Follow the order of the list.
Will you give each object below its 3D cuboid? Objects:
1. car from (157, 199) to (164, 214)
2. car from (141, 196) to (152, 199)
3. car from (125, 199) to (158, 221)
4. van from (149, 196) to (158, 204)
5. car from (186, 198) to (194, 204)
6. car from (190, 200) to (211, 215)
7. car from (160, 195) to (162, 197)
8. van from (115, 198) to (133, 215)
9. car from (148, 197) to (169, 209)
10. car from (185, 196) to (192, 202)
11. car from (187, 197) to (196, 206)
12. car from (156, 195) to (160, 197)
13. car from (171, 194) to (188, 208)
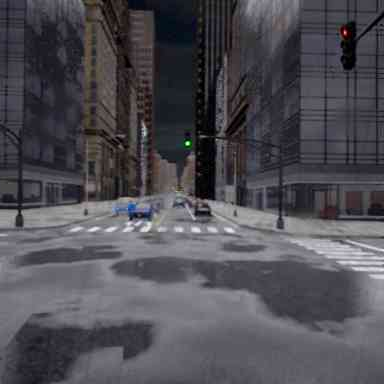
[{"bbox_3d":[-4.697,1.811,39.298,1.994,1.385,4.181,1,0,-2],"label":"car"},{"bbox_3d":[-8.025,1.752,53.651,1.967,1.590,4.097,1,0,-2],"label":"car"},{"bbox_3d":[-4.329,1.659,29.346,1.882,1.535,5.008,1,0,-2],"label":"car"},{"bbox_3d":[-8.887,1.774,76.230,1.690,1.788,3.998,1,0,-2],"label":"van"},{"bbox_3d":[-0.589,2.118,82.202,1.802,1.307,4.206,1,0,-2],"label":"car"},{"bbox_3d":[1.140,1.848,37.043,1.947,1.339,4.313,1,0,-2],"label":"car"},{"bbox_3d":[-9.106,2.005,81.873,1.887,1.381,4.507,1,0,-2],"label":"car"},{"bbox_3d":[-7.376,1.548,36.718,1.690,1.788,3.998,1,0,-2],"label":"van"},{"bbox_3d":[-5.024,1.860,49.647,2.033,1.411,5.357,1,0,-2],"label":"car"},{"bbox_3d":[-1.019,2.032,93.492,1.967,1.590,4.097,1,0,-2],"label":"car"},{"bbox_3d":[0.492,1.969,53.978,1.802,1.307,4.206,1,0,-2],"label":"car"},{"bbox_3d":[-8.671,1.719,70.586,2.192,1.841,5.009,1,0,-2],"label":"car"},{"bbox_3d":[-2.187,1.733,56.888,2.097,1.767,4.553,1,0,-2],"label":"car"}]
